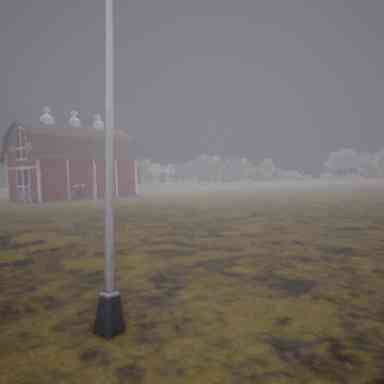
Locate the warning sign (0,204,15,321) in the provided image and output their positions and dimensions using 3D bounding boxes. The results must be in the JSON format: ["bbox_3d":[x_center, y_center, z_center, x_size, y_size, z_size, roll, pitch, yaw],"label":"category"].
[{"bbox_3d":[-3.761,1.120,5.285,1.060,1.860,1.300,1,0,36],"label":"warning sign"}]
